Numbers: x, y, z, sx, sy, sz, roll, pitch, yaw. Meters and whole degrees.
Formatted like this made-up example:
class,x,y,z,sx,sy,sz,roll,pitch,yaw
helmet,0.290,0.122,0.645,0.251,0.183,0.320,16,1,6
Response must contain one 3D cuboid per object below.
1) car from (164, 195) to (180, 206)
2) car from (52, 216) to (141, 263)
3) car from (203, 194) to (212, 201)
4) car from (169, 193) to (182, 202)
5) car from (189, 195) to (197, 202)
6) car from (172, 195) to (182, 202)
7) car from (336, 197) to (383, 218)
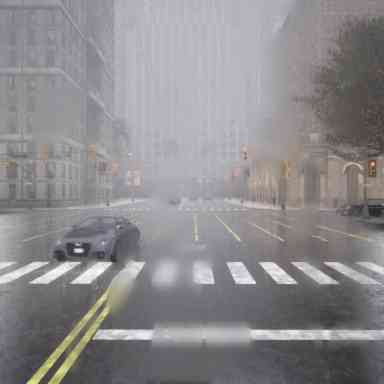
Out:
class,x,y,z,sx,sy,sz,roll,pitch,yaw
car,-3.546,1.601,54.813,1.895,1.301,4.718,0,0,1
car,-3.215,1.564,11.935,1.994,1.385,4.181,0,0,5
car,3.691,1.280,78.572,2.097,1.767,4.553,0,0,1
car,-3.497,1.221,64.531,2.150,2.045,5.566,0,0,1
car,0.192,1.449,78.638,2.128,1.511,4.902,0,0,1
car,-3.347,1.500,74.991,1.837,1.490,4.892,0,0,1
car,15.207,1.351,29.306,4.553,1.767,2.097,0,0,-1
